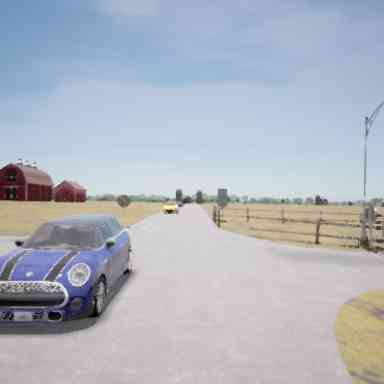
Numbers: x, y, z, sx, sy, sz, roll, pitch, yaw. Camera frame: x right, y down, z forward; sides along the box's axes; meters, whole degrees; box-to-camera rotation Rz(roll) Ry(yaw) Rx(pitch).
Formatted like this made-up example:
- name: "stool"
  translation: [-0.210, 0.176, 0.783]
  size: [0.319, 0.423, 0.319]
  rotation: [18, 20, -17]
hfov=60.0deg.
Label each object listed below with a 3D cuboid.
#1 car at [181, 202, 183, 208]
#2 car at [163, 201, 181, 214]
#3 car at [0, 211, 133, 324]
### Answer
- name: "car"
  translation: [-2.726, 2.401, 65.118]
  size: [1.994, 1.385, 4.181]
  rotation: [0, -1, 0]
- name: "car"
  translation: [-2.734, 2.049, 43.234]
  size: [1.882, 1.535, 5.008]
  rotation: [0, 0, 0]
- name: "car"
  translation: [-2.734, 1.379, 7.635]
  size: [2.097, 1.767, 4.553]
  rotation: [0, 1, 0]
